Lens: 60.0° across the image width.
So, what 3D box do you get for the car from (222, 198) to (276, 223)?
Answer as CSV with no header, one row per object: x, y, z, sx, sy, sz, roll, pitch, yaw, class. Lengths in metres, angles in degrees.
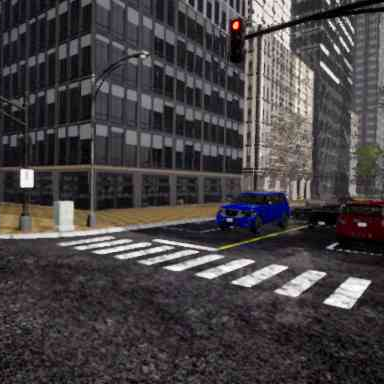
4.119,1.221,23.413,1.752,1.417,4.829,2,1,36,car

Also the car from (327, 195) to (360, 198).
15.687,1.278,34.660,1.837,1.490,4.892,2,1,37,car

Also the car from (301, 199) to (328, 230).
8.222,1.382,19.281,1.837,1.490,4.892,2,1,37,car

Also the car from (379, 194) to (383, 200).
47.809,1.199,82.477,2.008,1.369,4.403,2,1,36,car

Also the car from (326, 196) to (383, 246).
7.607,1.276,14.034,2.192,1.841,5.009,2,1,36,car

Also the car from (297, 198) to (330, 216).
9.452,1.377,26.266,1.895,1.301,4.718,2,1,37,car

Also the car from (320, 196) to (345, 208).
17.632,1.254,41.682,1.947,1.339,4.313,2,1,36,car

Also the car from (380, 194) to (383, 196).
37.750,1.215,68.879,2.008,1.369,4.403,2,1,36,car

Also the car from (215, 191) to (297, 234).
3.502,1.000,18.194,2.150,2.045,5.566,2,1,38,car
